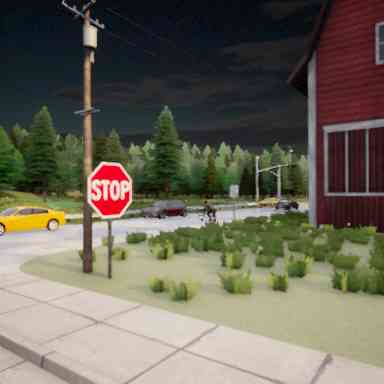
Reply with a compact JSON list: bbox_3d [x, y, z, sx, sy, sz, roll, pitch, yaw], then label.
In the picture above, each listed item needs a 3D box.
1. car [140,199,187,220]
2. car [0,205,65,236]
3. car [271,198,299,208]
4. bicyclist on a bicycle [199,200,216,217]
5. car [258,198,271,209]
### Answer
[{"bbox_3d":[-2.411,1.443,29.255,2.097,1.767,4.553,0,0,37],"label":"car"},{"bbox_3d":[-9.855,1.568,19.214,1.882,1.535,5.008,0,0,37],"label":"car"},{"bbox_3d":[12.250,1.597,42.815,1.812,1.442,4.674,0,0,37],"label":"car"},{"bbox_3d":[1.029,1.355,21.333,1.656,1.620,0.582,-1,0,37],"label":"bicyclist on a bicycle"},{"bbox_3d":[11.169,1.566,47.440,1.882,1.535,5.008,0,-1,37],"label":"car"}]
